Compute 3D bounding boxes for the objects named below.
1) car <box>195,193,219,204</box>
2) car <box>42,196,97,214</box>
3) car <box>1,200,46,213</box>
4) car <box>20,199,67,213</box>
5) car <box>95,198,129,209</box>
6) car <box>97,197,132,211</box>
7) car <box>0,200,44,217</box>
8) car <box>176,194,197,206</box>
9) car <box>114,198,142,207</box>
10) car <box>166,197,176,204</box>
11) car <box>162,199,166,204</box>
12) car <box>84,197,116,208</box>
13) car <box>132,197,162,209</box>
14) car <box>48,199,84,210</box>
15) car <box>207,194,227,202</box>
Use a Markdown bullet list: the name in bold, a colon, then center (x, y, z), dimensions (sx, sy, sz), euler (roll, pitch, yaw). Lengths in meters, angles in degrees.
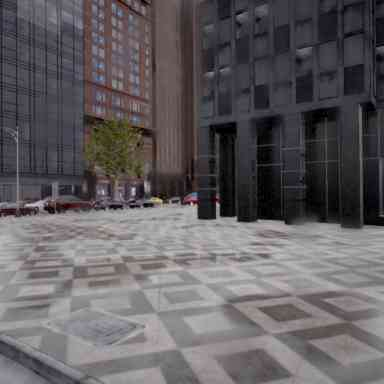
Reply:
- **car**: center (3.211, 1.223, 57.655), dimensions (2.192, 1.841, 5.009), euler (-1, 0, 35)
- **car**: center (-12.811, 1.291, 34.457), dimensions (2.192, 1.841, 5.009), euler (-1, 0, 35)
- **car**: center (-19.821, 1.643, 39.303), dimensions (1.947, 1.339, 4.313), euler (-1, 0, 35)
- **car**: center (-17.051, 1.568, 38.465), dimensions (1.812, 1.442, 4.674), euler (-1, 0, 34)
- **car**: center (-11.196, 1.538, 46.932), dimensions (1.812, 1.442, 4.674), euler (-1, 0, 35)
- **car**: center (-9.604, 1.525, 39.095), dimensions (1.947, 1.339, 4.313), euler (-1, 0, 35)
- **car**: center (-16.013, 1.577, 29.816), dimensions (1.802, 1.307, 4.206), euler (-1, 0, 35)
- **car**: center (0.008, 1.463, 53.014), dimensions (1.887, 1.381, 4.507), euler (-1, 0, 35)
- **car**: center (-10.206, 1.614, 53.223), dimensions (1.802, 1.307, 4.206), euler (-1, 0, 35)
- **car**: center (-3.797, 1.575, 62.504), dimensions (1.947, 1.339, 4.313), euler (-1, 0, 35)
- **car**: center (-7.099, 1.546, 57.723), dimensions (1.752, 1.417, 4.829), euler (-1, 0, 35)
- **car**: center (-13.413, 1.485, 48.583), dimensions (1.967, 1.590, 4.097), euler (-1, 0, 35)
- **car**: center (-6.400, 1.510, 43.734), dimensions (1.947, 1.339, 4.313), euler (-1, 0, 35)
- **car**: center (-16.616, 1.643, 43.943), dimensions (1.802, 1.307, 4.206), euler (-1, 0, 35)
- **car**: center (5.816, 1.297, 76.426), dimensions (2.192, 1.841, 5.009), euler (-1, 0, 35)
